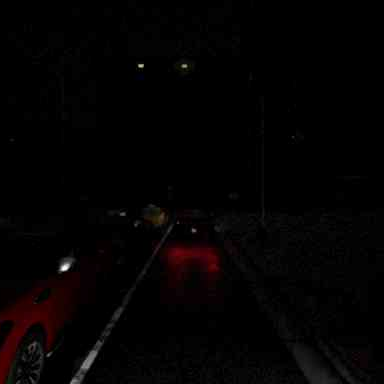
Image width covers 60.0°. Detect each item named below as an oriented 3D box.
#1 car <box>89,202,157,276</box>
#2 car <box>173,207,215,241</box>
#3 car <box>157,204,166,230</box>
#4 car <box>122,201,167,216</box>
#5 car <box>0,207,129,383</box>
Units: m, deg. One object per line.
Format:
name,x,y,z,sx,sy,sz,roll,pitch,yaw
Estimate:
car,-2.614,1.329,10.591,2.192,1.841,5.009,1,0,0
car,0.090,1.500,16.703,1.882,1.535,5.008,0,0,0
car,-2.618,1.555,21.486,1.752,1.417,4.829,1,0,0
car,-4.869,1.670,33.938,4.181,1.385,1.994,-2,-2,32
car,-2.614,1.321,5.059,2.192,1.841,5.009,1,0,0
